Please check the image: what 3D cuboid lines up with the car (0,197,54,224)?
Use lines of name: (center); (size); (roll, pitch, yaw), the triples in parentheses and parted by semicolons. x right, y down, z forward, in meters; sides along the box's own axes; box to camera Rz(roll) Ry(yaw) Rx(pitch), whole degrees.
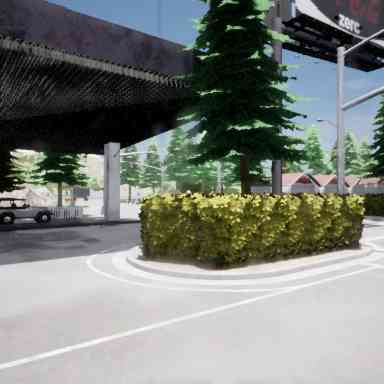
car: (-11.983, 1.313, 23.471); (3.866, 1.878, 1.905); (0, 0, -36)
